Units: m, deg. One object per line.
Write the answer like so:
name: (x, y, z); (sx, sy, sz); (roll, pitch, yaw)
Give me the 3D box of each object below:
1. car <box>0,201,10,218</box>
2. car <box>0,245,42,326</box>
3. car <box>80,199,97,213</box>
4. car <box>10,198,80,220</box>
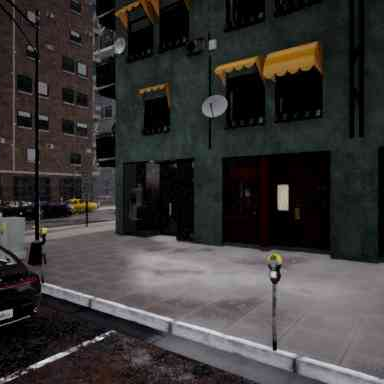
car: (-14.073, 1.350, 26.085); (2.008, 1.369, 4.403); (1, 1, 35)
car: (-4.501, 1.551, 6.079); (4.403, 1.369, 2.008); (0, 0, 35)
car: (-10.985, 1.250, 30.512); (1.752, 1.417, 4.829); (1, 1, 35)
car: (-11.222, 1.345, 25.664); (1.994, 1.385, 4.181); (0, 1, 35)
